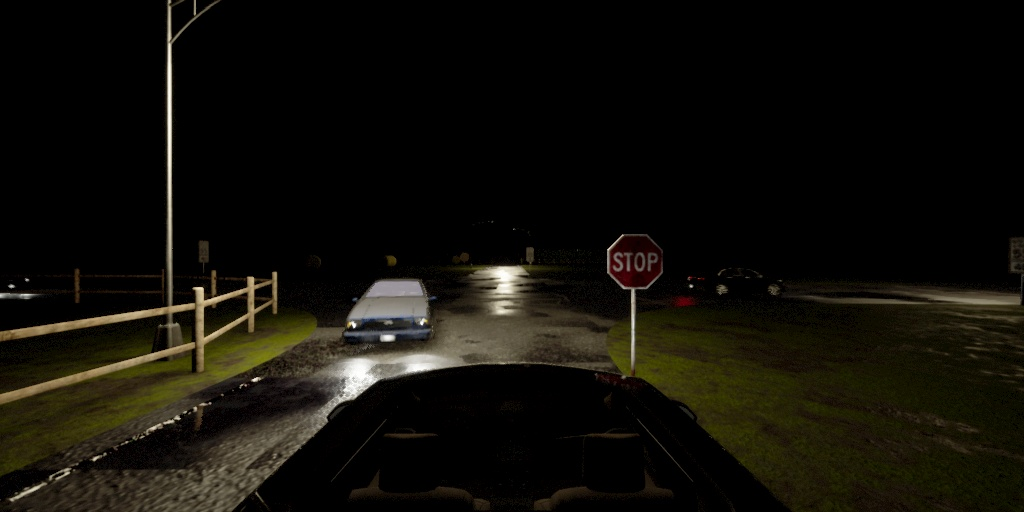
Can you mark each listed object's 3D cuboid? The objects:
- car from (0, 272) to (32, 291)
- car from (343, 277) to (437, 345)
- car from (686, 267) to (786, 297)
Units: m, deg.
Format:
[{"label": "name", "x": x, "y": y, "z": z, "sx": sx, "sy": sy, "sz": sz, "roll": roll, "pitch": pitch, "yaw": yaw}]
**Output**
[{"label": "car", "x": -29.374, "y": 1.224, "z": 19.177, "sx": 5.357, "sy": 1.411, "sz": 2.033, "roll": 0, "pitch": 1, "yaw": 0}, {"label": "car", "x": -3.124, "y": 1.296, "z": 9.936, "sx": 2.033, "sy": 1.411, "sz": 5.357, "roll": 0, "pitch": 0, "yaw": -13}, {"label": "car", "x": 11.755, "y": 1.325, "z": 18.919, "sx": 4.892, "sy": 1.490, "sz": 1.837, "roll": 0, "pitch": -1, "yaw": -5}]
